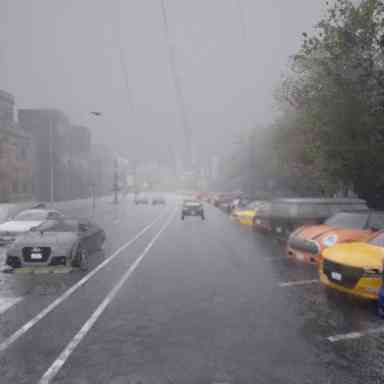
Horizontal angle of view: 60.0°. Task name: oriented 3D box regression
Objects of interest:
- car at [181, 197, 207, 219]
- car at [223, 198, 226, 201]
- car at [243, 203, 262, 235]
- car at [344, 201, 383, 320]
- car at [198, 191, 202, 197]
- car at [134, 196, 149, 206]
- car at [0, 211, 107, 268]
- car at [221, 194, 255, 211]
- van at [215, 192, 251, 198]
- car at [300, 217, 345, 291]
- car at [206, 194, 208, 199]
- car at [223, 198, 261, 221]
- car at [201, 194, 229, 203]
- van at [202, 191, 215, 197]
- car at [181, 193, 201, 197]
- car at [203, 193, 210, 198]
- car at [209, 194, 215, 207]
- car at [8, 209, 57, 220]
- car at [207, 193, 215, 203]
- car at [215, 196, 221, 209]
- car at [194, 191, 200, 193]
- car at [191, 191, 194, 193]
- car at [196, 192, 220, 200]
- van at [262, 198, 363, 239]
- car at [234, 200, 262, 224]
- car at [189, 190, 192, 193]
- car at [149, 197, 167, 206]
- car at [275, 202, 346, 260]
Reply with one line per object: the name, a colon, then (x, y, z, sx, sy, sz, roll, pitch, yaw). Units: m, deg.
car: (0.049, 1.447, 28.084, 1.812, 1.442, 4.674, 0, 0, 0)
car: (5.300, 1.423, 25.460, 4.892, 1.521, 2.231, 1, 1, -20)
car: (5.329, 1.488, 16.566, 4.792, 1.488, 2.163, 1, 0, -20)
car: (5.330, 1.232, 4.719, 5.566, 2.045, 2.435, 1, 0, -20)
car: (4.234, 1.165, 58.013, 5.366, 1.575, 1.946, 1, 1, -23)
car: (-7.633, 1.282, 50.787, 1.812, 1.442, 4.674, 0, 0, -2)
car: (-4.239, 1.551, 11.056, 1.994, 1.385, 4.181, 0, 0, 0)
car: (5.243, 1.280, 28.422, 4.553, 1.767, 2.185, 1, 0, -21)
van: (5.246, 1.124, 37.391, 4.442, 1.987, 1.878, 1, 0, -21)
car: (5.308, 1.479, 7.664, 5.008, 1.535, 2.097, 1, 0, -20)
car: (4.885, 1.317, 46.255, 4.674, 1.452, 2.002, 1, 0, -22)
car: (5.130, 1.431, 22.422, 5.366, 1.575, 1.946, 1, 1, -20)
car: (4.254, 1.184, 61.053, 4.674, 1.452, 2.002, 1, 1, -23)
van: (4.441, 0.969, 55.069, 4.442, 1.987, 1.878, 1, 1, -23)
car: (-0.263, 1.296, 43.138, 1.882, 1.535, 5.008, 0, 1, -1)
car: (4.670, 1.263, 52.153, 4.674, 1.452, 2.002, 1, 0, -23)
car: (5.061, 1.326, 40.317, 5.008, 1.535, 2.097, 1, 0, -22)
car: (-7.028, 1.502, 15.020, 1.812, 1.442, 4.674, 0, 0, 0)
car: (5.161, 1.302, 43.354, 5.366, 1.575, 1.946, 1, 0, -22)
car: (5.194, 1.409, 34.373, 4.674, 1.452, 2.002, 1, 1, -21)
car: (3.942, 0.845, 66.998, 5.566, 2.045, 2.435, 1, 0, -24)
car: (2.827, 1.021, 81.789, 4.792, 1.488, 2.163, 1, 1, -25)
car: (3.496, 0.926, 72.905, 4.553, 1.767, 2.185, 1, 0, -24)
van: (5.409, 1.242, 13.636, 4.442, 1.987, 1.878, 1, 0, -20)
car: (5.480, 1.447, 19.581, 5.366, 1.575, 1.946, 1, 0, -20)
car: (2.319, 0.831, 87.714, 4.553, 1.767, 2.185, 1, 0, -25)
car: (-4.766, 1.373, 48.901, 1.895, 1.301, 4.718, 0, 1, -2)
car: (5.331, 1.348, 10.638, 4.553, 1.767, 2.185, 1, 0, -20)
